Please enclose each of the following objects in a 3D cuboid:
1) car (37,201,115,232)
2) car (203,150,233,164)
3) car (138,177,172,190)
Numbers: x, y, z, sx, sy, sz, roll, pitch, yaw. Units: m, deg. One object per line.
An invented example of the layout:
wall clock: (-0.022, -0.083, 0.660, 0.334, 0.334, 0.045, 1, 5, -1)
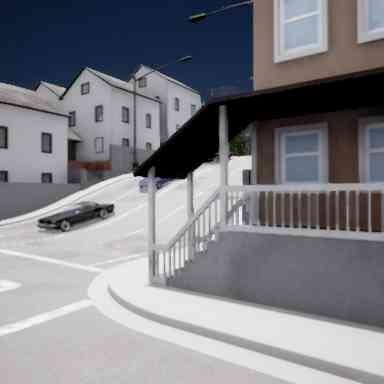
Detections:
car: (-7.209, 1.400, 20.917, 1.895, 1.301, 4.718, -1, 10, 34)
car: (2.474, -3.781, 35.098, 1.895, 1.301, 4.718, 0, 12, 36)
car: (-2.588, -1.411, 27.718, 1.812, 1.442, 4.674, -1, 18, 33)
